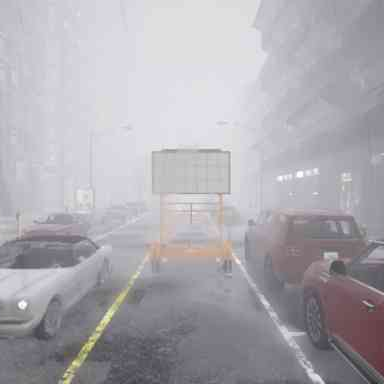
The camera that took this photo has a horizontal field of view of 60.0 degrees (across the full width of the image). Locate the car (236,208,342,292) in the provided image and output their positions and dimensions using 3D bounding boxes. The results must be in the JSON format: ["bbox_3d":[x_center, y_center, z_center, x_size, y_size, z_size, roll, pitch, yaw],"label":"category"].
[{"bbox_3d":[2.687,1.318,8.830,2.192,1.841,5.009,1,0,0],"label":"car"}]

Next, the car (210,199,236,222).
[{"bbox_3d":[2.653,1.530,25.970,1.752,1.417,4.829,1,0,0],"label":"car"}]

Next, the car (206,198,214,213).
[{"bbox_3d":[2.642,1.570,31.456,1.947,1.339,4.313,1,0,0],"label":"car"}]

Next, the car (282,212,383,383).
[{"bbox_3d":[2.697,1.316,3.173,2.192,1.841,5.009,1,0,0],"label":"car"}]

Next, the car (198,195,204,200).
[{"bbox_3d":[2.527,1.541,93.680,1.802,1.307,4.206,1,0,0],"label":"car"}]

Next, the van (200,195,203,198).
[{"bbox_3d":[2.603,1.335,54.083,1.690,1.788,3.998,1,0,0],"label":"van"}]

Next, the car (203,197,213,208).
[{"bbox_3d":[2.632,1.553,37.113,2.008,1.369,4.403,1,0,0],"label":"car"}]

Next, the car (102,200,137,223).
[{"bbox_3d":[-5.729,1.587,25.817,1.802,1.307,4.206,1,0,0],"label":"car"}]

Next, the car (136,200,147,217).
[{"bbox_3d":[-5.739,1.549,31.474,1.887,1.381,4.507,1,0,0],"label":"car"}]

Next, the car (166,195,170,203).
[{"bbox_3d":[-5.802,1.569,65.416,1.802,1.307,4.206,1,0,0],"label":"car"}]

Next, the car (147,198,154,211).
[{"bbox_3d":[-5.749,1.568,37.131,1.947,1.339,4.313,1,0,0],"label":"car"}]

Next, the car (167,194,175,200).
[{"bbox_3d":[-5.851,1.399,93.700,1.967,1.590,4.097,1,0,0],"label":"car"}]

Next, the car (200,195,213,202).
[{"bbox_3d":[2.610,1.562,48.426,1.947,1.339,4.313,1,0,0],"label":"car"}]

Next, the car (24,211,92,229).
[{"bbox_3d":[-5.707,1.549,14.504,1.887,1.381,4.507,1,0,0],"label":"car"}]

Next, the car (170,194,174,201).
[{"bbox_3d":[-5.820,1.417,76.729,1.967,1.590,4.097,1,0,0],"label":"car"}]

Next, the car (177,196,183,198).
[{"bbox_3d":[-3.168,1.317,90.392,2.033,1.411,5.357,0,0,0],"label":"car"}]

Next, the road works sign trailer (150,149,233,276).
[{"bbox_3d":[-0.019,0.468,10.389,2.380,3.560,2.880,0,0,0],"label":"road works sign trailer"}]

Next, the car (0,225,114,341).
[{"bbox_3d":[-3.012,1.603,6.624,1.895,1.301,4.718,0,0,0],"label":"car"}]

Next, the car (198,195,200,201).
[{"bbox_3d":[2.558,1.559,76.709,1.802,1.307,4.206,1,0,0],"label":"car"}]

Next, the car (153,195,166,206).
[{"bbox_3d":[-5.779,1.434,54.103,1.967,1.590,4.097,1,0,0],"label":"car"}]
